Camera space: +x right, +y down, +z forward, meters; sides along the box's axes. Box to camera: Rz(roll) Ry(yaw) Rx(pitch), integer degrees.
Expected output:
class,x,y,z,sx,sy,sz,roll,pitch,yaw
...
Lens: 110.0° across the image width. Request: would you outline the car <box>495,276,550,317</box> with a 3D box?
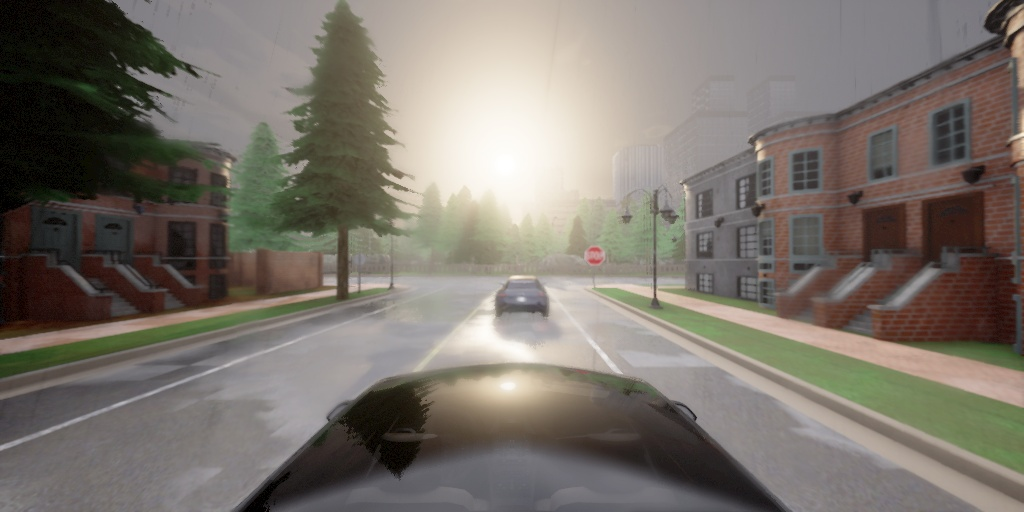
class,x,y,z,sx,sy,sz,roll,pitch,yaw
car,0.431,1.483,14.167,1.994,1.385,4.181,0,-1,3
